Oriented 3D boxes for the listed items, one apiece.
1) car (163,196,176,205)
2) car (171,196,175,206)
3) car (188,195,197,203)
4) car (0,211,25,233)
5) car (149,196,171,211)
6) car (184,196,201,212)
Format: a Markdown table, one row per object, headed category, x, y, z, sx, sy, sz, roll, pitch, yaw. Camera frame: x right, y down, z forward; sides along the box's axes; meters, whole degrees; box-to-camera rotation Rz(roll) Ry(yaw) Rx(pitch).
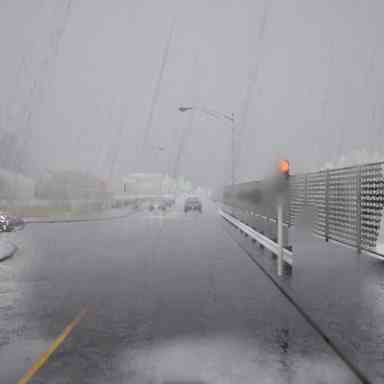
| category | x | y | z | sx | sy | sz | roll | pitch | yaw |
| --- | --- | --- | --- | --- | --- | --- | --- | --- | --- |
| car | -4.099 | 1.477 | 61.048 | 1.882 | 1.535 | 5.008 | 0 | 0 | 0 |
| car | -4.120 | 1.564 | 50.594 | 1.994 | 1.385 | 4.181 | 0 | 0 | 0 |
| car | 0.067 | 1.477 | 67.789 | 1.882 | 1.535 | 5.008 | 0 | 0 | 0 |
| car | -11.503 | 1.351 | 17.863 | 4.553 | 1.767 | 2.097 | 0 | 0 | 4 |
| car | -4.119 | 1.491 | 40.657 | 2.128 | 1.511 | 4.902 | 0 | 0 | 0 |
| car | 0.088 | 1.491 | 38.793 | 2.128 | 1.511 | 4.902 | 0 | 0 | 0 |
